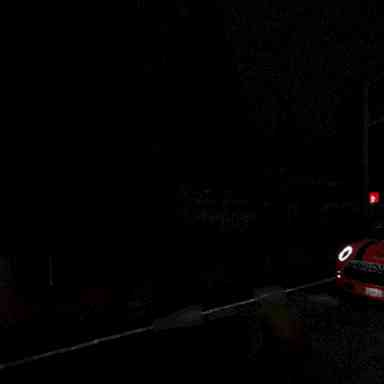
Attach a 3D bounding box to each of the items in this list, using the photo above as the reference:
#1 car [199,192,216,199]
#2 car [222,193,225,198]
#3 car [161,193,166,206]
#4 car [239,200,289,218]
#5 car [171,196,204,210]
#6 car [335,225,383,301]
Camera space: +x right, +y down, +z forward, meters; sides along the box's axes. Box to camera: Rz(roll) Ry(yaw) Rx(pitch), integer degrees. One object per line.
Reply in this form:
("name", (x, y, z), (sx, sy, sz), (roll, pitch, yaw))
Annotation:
("car", (4.889, 1.112, 92.279), (1.932, 1.855, 4.605), (0, 0, -37))
("car", (6.976, 1.092, 94.342), (1.905, 1.878, 3.866), (0, 0, -37))
("car", (-3.692, 1.367, 50.066), (2.097, 1.767, 4.553), (0, 0, -35))
("car", (6.473, 1.493, 30.358), (1.882, 1.535, 5.008), (0, 0, -37))
("car", (-0.719, 1.578, 39.887), (1.994, 1.385, 4.181), (0, 0, -37))
("car", (5.361, 1.352, 7.724), (4.553, 1.767, 2.097), (0, 0, -35))
